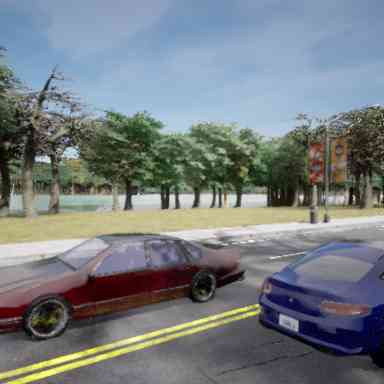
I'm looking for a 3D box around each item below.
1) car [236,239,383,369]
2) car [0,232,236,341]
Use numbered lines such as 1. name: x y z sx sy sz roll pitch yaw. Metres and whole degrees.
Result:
1. car: 3.137 1.555 5.686 4.674 1.442 1.812 0 0 -36
2. car: -1.334 1.561 6.713 5.357 1.411 2.033 0 0 -35
